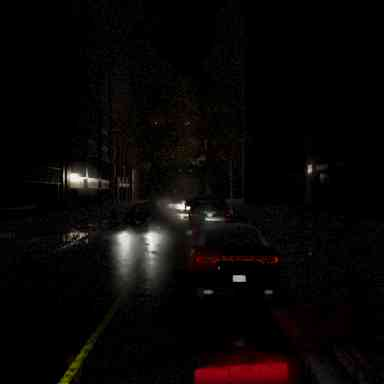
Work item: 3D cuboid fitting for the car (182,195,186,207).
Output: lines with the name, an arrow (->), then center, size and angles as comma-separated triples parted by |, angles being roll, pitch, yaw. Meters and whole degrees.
car -> -0.068, 1.548, 46.074 | 1.812, 1.442, 4.674 | 0, 0, 0

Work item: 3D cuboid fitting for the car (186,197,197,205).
car -> -0.104, 1.640, 60.141 | 1.895, 1.301, 4.718 | 0, 0, 0

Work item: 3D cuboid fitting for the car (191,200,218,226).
car -> 0.857, 1.462, 24.920 | 1.801, 1.575, 5.366 | 0, 0, 0

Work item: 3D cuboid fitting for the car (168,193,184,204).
car -> -3.166, 1.264, 62.617 | 2.150, 2.045, 5.566 | 0, 0, 0

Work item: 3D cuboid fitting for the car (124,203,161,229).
car -> -3.139, 1.482, 21.749 | 1.882, 1.535, 5.008 | 0, 0, 0

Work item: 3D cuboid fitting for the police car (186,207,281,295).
police car -> 0.885, 1.425, 8.840 | 1.930, 1.638, 5.238 | 0, 0, 0

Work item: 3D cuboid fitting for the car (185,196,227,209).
car -> 0.868, 1.228, 18.761 | 2.150, 2.045, 5.566 | 0, 0, 0
